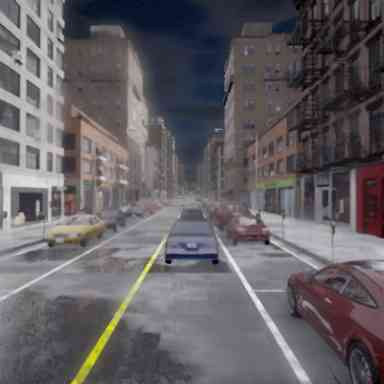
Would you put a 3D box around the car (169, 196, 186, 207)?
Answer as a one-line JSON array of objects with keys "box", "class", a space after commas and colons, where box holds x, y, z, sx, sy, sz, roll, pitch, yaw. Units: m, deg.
[{"box": [-2.776, 1.853, 65.314, 2.150, 2.045, 5.566, 0, -1, 0], "class": "car"}]

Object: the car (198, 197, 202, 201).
[{"box": [2.624, 2.178, 67.441, 1.752, 1.417, 4.829, 0, -1, 0], "class": "car"}]

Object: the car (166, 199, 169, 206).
[{"box": [-5.401, 2.232, 67.268, 1.802, 1.307, 4.206, 0, -1, 0], "class": "car"}]

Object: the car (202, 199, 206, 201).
[{"box": [2.628, 1.986, 44.547, 2.008, 1.369, 4.403, 0, -1, 0], "class": "car"}]

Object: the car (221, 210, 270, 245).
[{"box": [2.634, 1.746, 16.142, 1.802, 1.307, 4.206, 0, -1, 0], "class": "car"}]

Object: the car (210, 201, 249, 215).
[{"box": [2.633, 1.533, 21.826, 2.192, 1.841, 5.009, 0, -1, 0], "class": "car"}]

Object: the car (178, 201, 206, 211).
[{"box": [0.015, 1.789, 28.511, 1.837, 1.490, 4.892, 0, 0, 0], "class": "car"}]

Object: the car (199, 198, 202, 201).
[{"box": [2.626, 2.109, 55.909, 1.947, 1.339, 4.313, 0, -1, 0], "class": "car"}]

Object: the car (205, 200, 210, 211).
[{"box": [2.630, 1.767, 33.186, 1.967, 1.590, 4.097, 0, -1, 0], "class": "car"}]

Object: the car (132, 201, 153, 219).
[{"box": [-5.395, 1.892, 33.179, 1.947, 1.339, 4.313, 0, -1, 0], "class": "car"}]

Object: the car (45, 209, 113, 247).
[{"box": [-5.392, 1.687, 15.965, 1.752, 1.417, 4.829, 0, -1, 0], "class": "car"}]

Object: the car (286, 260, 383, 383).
[{"box": [2.635, 1.633, 4.779, 1.802, 1.307, 4.206, 0, -1, 0], "class": "car"}]

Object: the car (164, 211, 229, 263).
[{"box": [0.006, 1.675, 12.513, 2.033, 1.411, 5.357, 0, -1, 0], "class": "car"}]

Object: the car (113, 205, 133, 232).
[{"box": [-5.393, 1.783, 21.816, 1.947, 1.339, 4.313, 0, -1, 0], "class": "car"}]

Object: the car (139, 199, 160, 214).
[{"box": [-5.396, 1.695, 38.863, 2.192, 1.841, 5.009, 0, -1, 0], "class": "car"}]

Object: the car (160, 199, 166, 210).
[{"box": [-5.398, 1.929, 50.225, 1.967, 1.590, 4.097, 0, -1, 0], "class": "car"}]

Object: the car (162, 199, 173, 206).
[{"box": [-5.402, 2.254, 72.949, 2.008, 1.369, 4.403, 0, -1, 0], "class": "car"}]
